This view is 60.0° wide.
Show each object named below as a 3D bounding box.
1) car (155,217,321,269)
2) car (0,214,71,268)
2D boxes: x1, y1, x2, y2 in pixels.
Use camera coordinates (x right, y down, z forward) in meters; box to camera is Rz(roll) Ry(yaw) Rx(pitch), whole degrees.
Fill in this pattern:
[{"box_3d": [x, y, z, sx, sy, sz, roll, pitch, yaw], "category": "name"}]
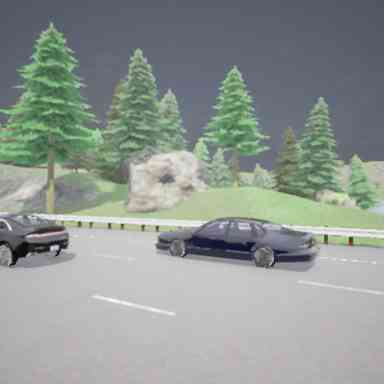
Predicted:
[{"box_3d": [1.388, 1.543, 11.073, 5.357, 1.411, 2.033, 0, 0, 31], "category": "car"}, {"box_3d": [-6.341, 1.491, 11.228, 4.902, 1.511, 2.128, 0, 0, 27], "category": "car"}]
